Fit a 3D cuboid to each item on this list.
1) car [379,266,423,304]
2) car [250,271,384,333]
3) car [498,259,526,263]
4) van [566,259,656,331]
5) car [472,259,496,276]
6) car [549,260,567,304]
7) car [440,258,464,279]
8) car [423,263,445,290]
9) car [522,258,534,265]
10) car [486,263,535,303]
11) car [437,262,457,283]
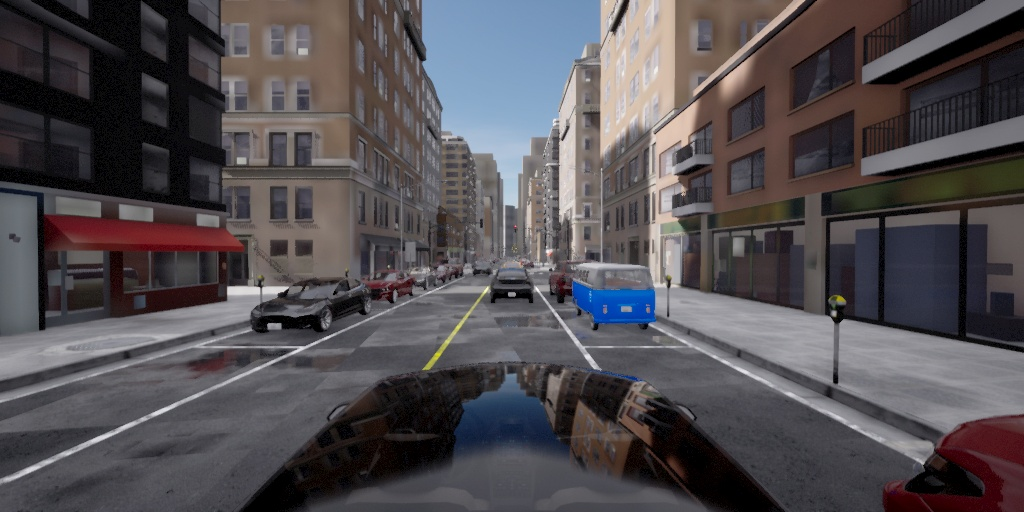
[{"bbox_3d":[-5.668,1.293,16.328,1.888,1.381,4.507,0,0,0],"label":"car"},{"bbox_3d":[-5.668,1.313,10.745,1.948,1.339,4.313,0,0,0],"label":"car"},{"bbox_3d":[0.001,1.241,31.503,1.882,1.535,5.008,0,0,0],"label":"car"},{"bbox_3d":[2.857,1.088,10.766,1.690,1.789,3.998,0,0,0],"label":"van"},{"bbox_3d":[-3.000,1.321,37.503,1.837,1.490,4.892,0,0,0],"label":"car"},{"bbox_3d":[2.857,1.063,16.351,2.192,1.841,5.009,0,0,0],"label":"car"},{"bbox_3d":[-5.668,1.071,33.076,2.192,1.841,5.009,0,0,0],"label":"car"},{"bbox_3d":[-5.668,1.300,21.911,2.007,1.370,4.403,0,0,0],"label":"car"},{"bbox_3d":[2.857,1.369,60.103,1.802,1.307,4.207,0,0,0],"label":"car"},{"bbox_3d":[0.000,1.266,16.502,1.837,1.490,4.892,0,0,0],"label":"car"},{"bbox_3d":[-5.668,1.335,27.494,1.802,1.307,4.207,0,0,0],"label":"car"}]
